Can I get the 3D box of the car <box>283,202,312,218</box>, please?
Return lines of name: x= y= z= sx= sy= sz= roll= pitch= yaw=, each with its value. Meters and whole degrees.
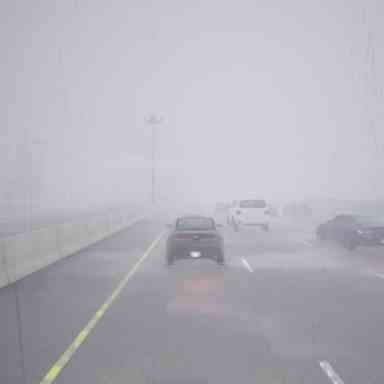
car: x=10.615 y=1.770 z=33.777 sx=2.128 sy=1.511 sz=4.902 roll=0 pitch=0 yaw=0

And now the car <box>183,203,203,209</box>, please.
car: x=0.116 y=1.805 z=33.319 sx=1.812 sy=1.442 sz=4.674 roll=0 pitch=0 yaw=0

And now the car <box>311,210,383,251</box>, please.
car: x=7.105 y=1.647 z=14.597 sx=1.812 sy=1.442 sz=4.674 roll=0 pitch=0 yaw=0

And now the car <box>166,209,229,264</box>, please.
car: x=0.106 y=1.606 z=12.220 sx=1.837 sy=1.490 sz=4.892 roll=0 pitch=0 yaw=0

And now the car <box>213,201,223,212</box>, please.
car: x=3.620 y=1.827 z=40.132 sx=2.128 sy=1.511 sz=4.902 roll=0 pitch=-1 yaw=0

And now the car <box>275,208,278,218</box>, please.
car: x=7.116 y=1.826 z=33.330 sx=2.033 sy=1.411 sz=5.357 roll=0 pitch=0 yaw=0

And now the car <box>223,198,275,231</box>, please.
car: x=3.612 y=1.406 z=22.128 sx=2.150 sy=2.045 sz=5.566 roll=0 pitch=-1 yaw=0
